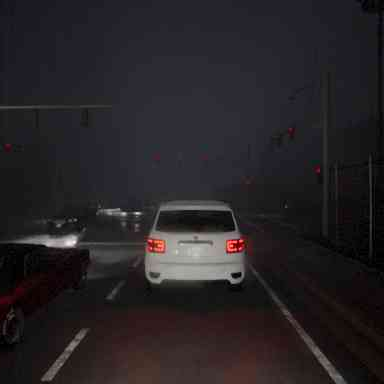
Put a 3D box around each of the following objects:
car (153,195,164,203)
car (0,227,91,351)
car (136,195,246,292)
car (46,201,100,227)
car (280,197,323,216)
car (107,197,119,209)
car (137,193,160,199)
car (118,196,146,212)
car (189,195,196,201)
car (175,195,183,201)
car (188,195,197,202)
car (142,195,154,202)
[{"bbox_3d":[-6.890,1.500,69.555,1.837,1.490,4.892,0,0,0],"label":"car"},{"bbox_3d":[-3.433,1.601,6.147,1.895,1.301,4.718,0,0,1],"label":"car"},{"bbox_3d":[0.087,1.221,9.072,2.150,2.045,5.566,0,0,0],"label":"car"},{"bbox_3d":[-7.070,1.516,20.106,2.128,1.511,4.902,0,0,0],"label":"car"},{"bbox_3d":[11.002,1.407,32.657,4.553,1.767,2.097,0,0,0],"label":"car"},{"bbox_3d":[-10.523,1.491,46.792,2.128,1.511,4.902,0,0,0],"label":"car"},{"bbox_3d":[-7.006,1.222,53.938,2.150,2.045,5.566,0,0,0],"label":"car"},{"bbox_3d":[-7.038,1.534,39.462,1.812,1.442,4.674,0,0,0],"label":"car"},{"bbox_3d":[0.136,1.524,86.128,1.812,1.442,4.674,0,0,0],"label":"car"},{"bbox_3d":[-3.364,1.540,86.011,2.033,1.411,5.357,0,0,0],"label":"car"},{"bbox_3d":[0.125,1.523,75.725,2.128,1.511,4.902,0,0,0],"label":"car"},{"bbox_3d":[-10.376,1.506,78.196,2.033,1.411,5.357,0,0,0],"label":"car"}]
